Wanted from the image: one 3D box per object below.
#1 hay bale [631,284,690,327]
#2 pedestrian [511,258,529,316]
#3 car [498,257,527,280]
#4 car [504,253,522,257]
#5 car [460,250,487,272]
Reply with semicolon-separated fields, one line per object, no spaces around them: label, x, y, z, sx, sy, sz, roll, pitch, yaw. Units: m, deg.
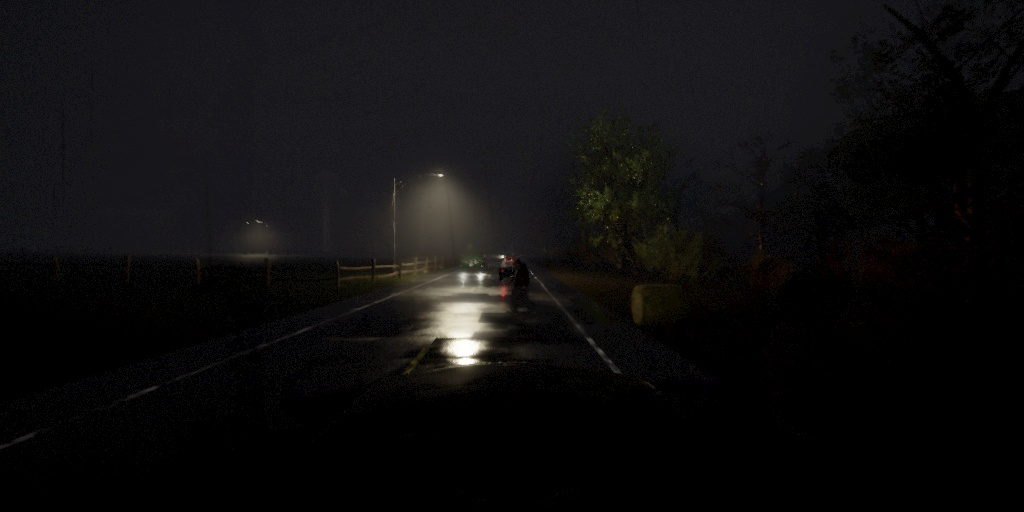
hay bale;4.002;1.267;9.803;1.220;1.180;1.240;0;0;0
pedestrian;0.235;0.889;10.777;0.375;1.860;0.375;-1;2;-2
car;0.064;0.952;25.007;1.895;1.301;4.718;0;1;0
car;0.087;0.412;41.972;2.097;1.767;4.553;0;1;0
car;-3.583;0.408;34.430;2.150;2.045;5.566;0;1;0
